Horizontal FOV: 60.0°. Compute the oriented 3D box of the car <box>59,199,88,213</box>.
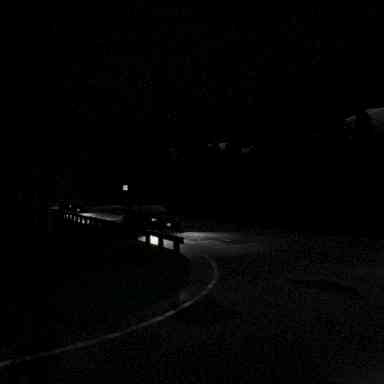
[{"bbox_3d":[-12.011,1.424,33.517,1.895,1.301,4.718,0,0,-33],"label":"car"}]

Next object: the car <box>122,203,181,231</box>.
[{"bbox_3d":[-2.404,1.349,18.511,1.812,1.442,4.674,0,0,-33],"label":"car"}]
